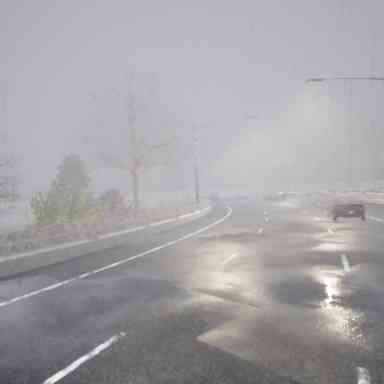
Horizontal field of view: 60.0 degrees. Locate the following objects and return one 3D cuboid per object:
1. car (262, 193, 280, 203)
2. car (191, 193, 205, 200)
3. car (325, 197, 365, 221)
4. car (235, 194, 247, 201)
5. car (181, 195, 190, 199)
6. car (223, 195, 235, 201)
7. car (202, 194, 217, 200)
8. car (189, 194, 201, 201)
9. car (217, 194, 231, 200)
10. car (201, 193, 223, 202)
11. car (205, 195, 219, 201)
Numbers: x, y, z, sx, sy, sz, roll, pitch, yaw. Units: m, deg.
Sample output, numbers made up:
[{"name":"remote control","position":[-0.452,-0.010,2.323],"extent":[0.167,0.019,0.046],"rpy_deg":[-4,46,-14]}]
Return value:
[{"name":"car","position":[13.514,0.880,57.046],"extent":[2.097,1.767,4.553],"rpy_deg":[-3,0,-3]},{"name":"car","position":[1.620,1.325,93.373],"extent":[2.097,1.767,4.553],"rpy_deg":[-3,0,-25]},{"name":"car","position":[10.349,1.065,22.729],"extent":[1.882,1.535,5.008],"rpy_deg":[-2,0,15]},{"name":"car","position":[10.865,1.173,76.238],"extent":[1.882,1.535,5.008],"rpy_deg":[-3,0,-13]},{"name":"car","position":[-1.611,1.613,92.045],"extent":[1.837,1.490,4.892],"rpy_deg":[-3,0,-25]},{"name":"car","position":[7.405,1.446,75.736],"extent":[1.895,1.301,4.718],"rpy_deg":[-3,0,-13]},{"name":"car","position":[4.839,1.353,94.754],"extent":[2.128,1.511,4.902],"rpy_deg":[-3,0,-25]},{"name":"car","position":[1.865,1.643,82.561],"extent":[2.128,1.511,4.902],"rpy_deg":[-3,0,-20]},{"name":"car","position":[8.205,1.392,85.704],"extent":[1.994,1.385,4.181],"rpy_deg":[-3,0,-20]},{"name":"car","position":[4.387,1.205,73.047],"extent":[2.150,2.045,5.566],"rpy_deg":[-3,0,-13]},{"name":"car","position":[5.078,1.529,84.039],"extent":[1.994,1.385,4.181],"rpy_deg":[-3,0,-20]}]
